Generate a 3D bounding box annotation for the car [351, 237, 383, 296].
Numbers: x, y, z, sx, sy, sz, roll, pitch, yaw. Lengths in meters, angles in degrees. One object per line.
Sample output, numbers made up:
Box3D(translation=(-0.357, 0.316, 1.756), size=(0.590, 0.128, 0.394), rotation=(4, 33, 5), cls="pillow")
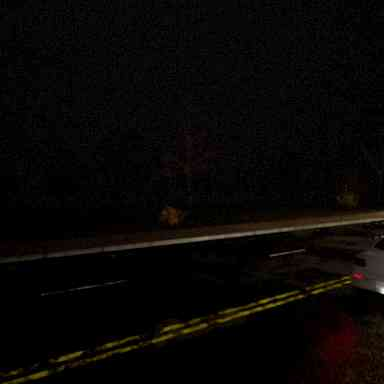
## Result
Box3D(translation=(5.274, 1.481, 7.199), size=(4.674, 1.442, 1.812), rotation=(0, 0, -35), cls="car")
